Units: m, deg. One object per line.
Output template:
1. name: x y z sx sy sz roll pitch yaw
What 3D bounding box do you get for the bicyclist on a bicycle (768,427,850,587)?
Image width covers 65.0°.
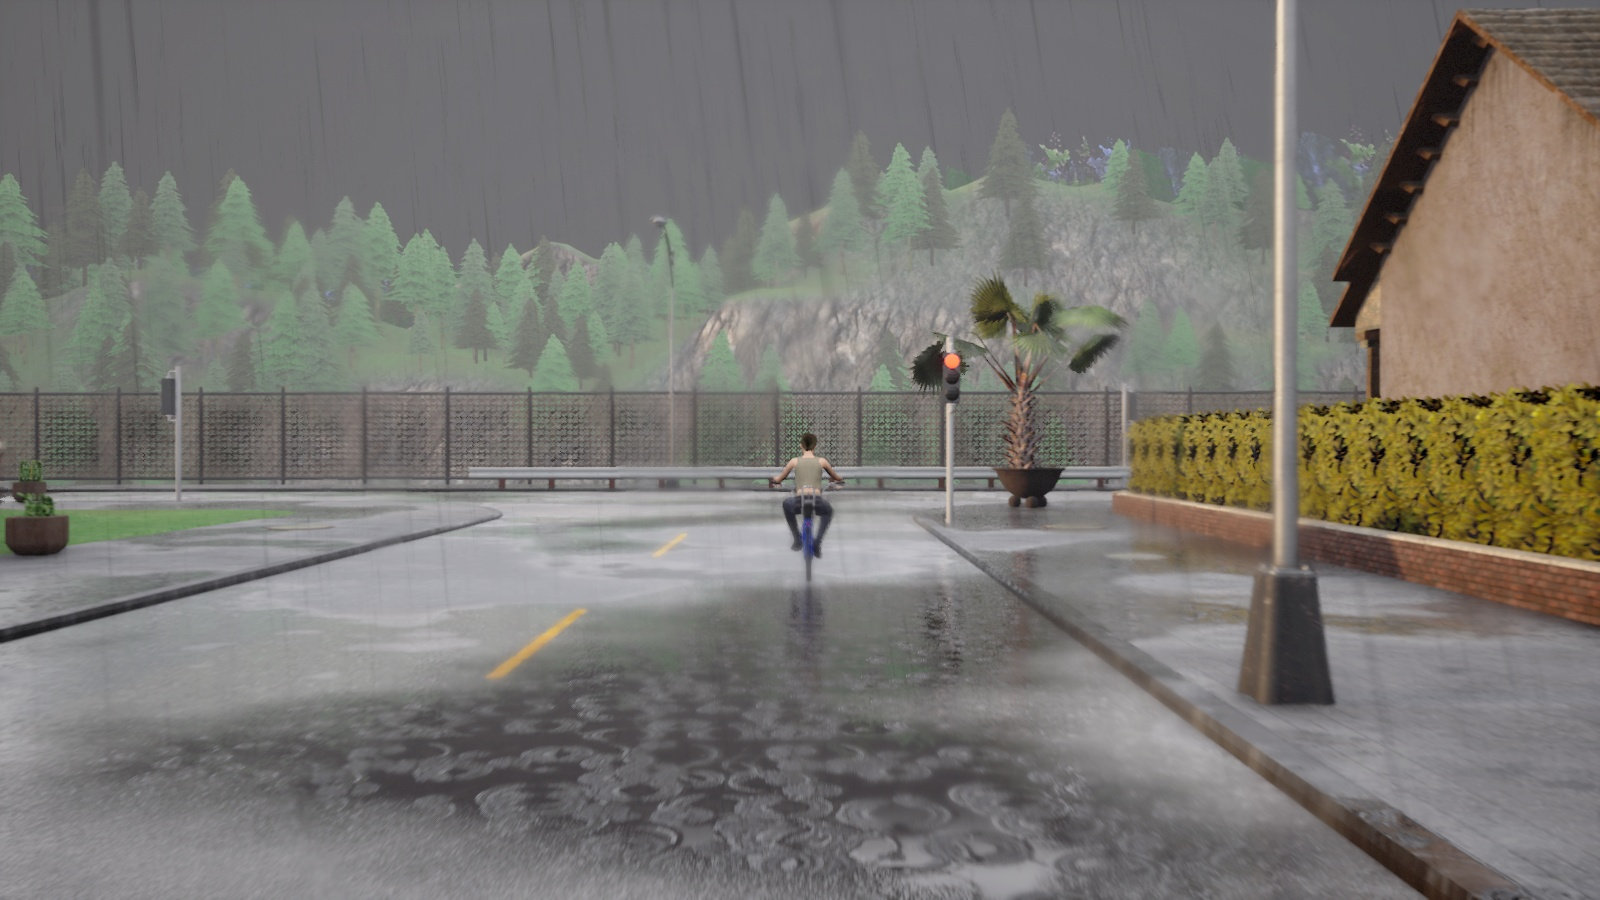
1. bicyclist on a bicycle: 0.095 0.599 14.060 0.866 1.612 1.509 0 5 0
